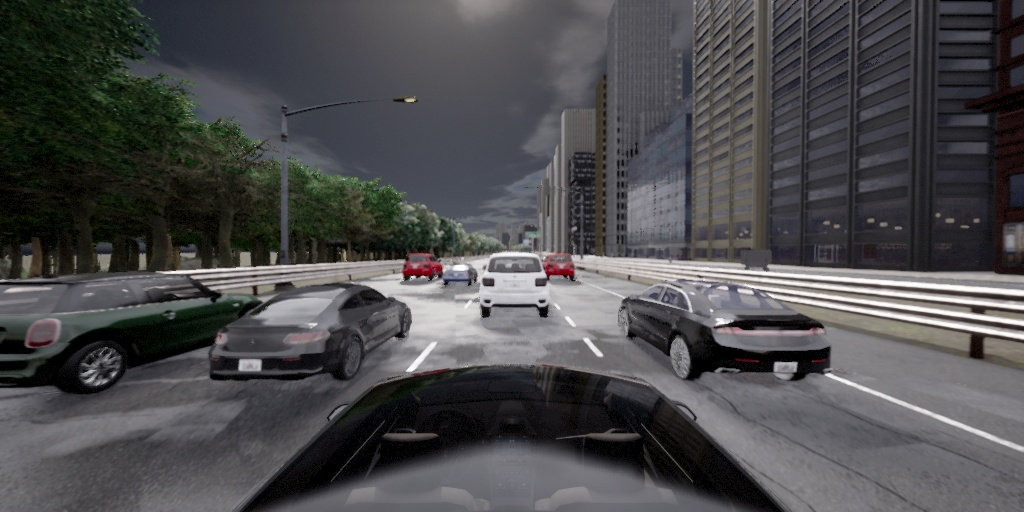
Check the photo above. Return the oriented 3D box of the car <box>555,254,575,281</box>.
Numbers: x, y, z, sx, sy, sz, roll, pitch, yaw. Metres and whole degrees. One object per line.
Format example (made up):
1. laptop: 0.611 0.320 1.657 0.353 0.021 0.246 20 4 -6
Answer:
1. car: 3.550 0.864 28.428 2.150 2.045 5.566 0 0 0

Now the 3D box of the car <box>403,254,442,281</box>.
1. car: -6.949 0.864 28.405 2.150 2.045 5.566 0 0 0

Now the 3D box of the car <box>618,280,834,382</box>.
1. car: 3.570 1.218 7.087 2.128 1.511 4.902 0 0 0

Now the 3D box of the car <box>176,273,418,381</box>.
1. car: -3.426 1.251 7.010 1.812 1.442 4.674 0 0 0

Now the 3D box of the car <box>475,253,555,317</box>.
1. car: 0.083 0.921 13.105 2.150 2.045 5.566 0 0 0

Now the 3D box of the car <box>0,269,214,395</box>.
1. car: -6.929 1.078 6.775 2.097 1.767 4.553 0 0 0

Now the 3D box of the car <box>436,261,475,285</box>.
1. car: -3.446 1.203 24.570 2.033 1.411 5.357 0 0 0
